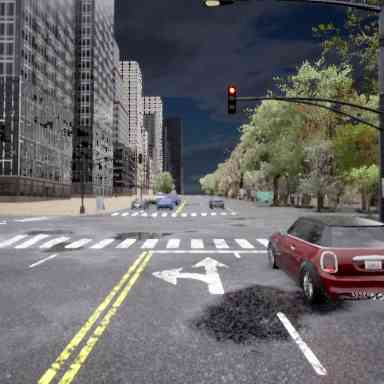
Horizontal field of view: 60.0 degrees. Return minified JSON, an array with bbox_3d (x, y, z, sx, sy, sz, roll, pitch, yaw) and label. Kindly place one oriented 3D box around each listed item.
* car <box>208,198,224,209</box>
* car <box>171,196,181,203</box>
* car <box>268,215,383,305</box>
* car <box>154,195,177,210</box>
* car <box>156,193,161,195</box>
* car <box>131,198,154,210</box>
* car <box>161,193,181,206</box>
[{"bbox_3d":[3.325,1.507,45.691,2.128,1.511,4.902,1,1,0],"label":"car"},{"bbox_3d":[-3.292,1.571,69.214,1.812,1.442,4.674,0,0,0],"label":"car"},{"bbox_3d":[3.341,1.351,8.264,2.097,1.767,4.553,-1,0,0],"label":"car"},{"bbox_3d":[-3.375,1.506,42.543,1.882,1.535,5.008,0,0,0],"label":"car"},{"bbox_3d":[-6.543,1.267,68.949,2.150,2.045,5.566,0,0,0],"label":"car"},{"bbox_3d":[-6.623,1.520,42.700,2.128,1.511,4.902,0,0,0],"label":"car"},{"bbox_3d":[-3.373,1.261,55.183,2.150,2.045,5.566,0,0,0],"label":"car"}]
